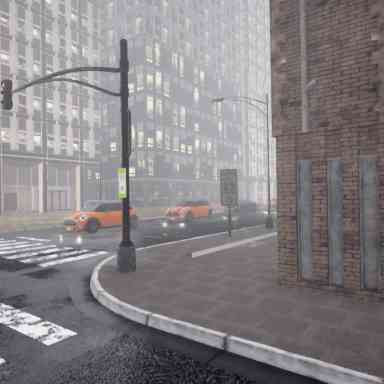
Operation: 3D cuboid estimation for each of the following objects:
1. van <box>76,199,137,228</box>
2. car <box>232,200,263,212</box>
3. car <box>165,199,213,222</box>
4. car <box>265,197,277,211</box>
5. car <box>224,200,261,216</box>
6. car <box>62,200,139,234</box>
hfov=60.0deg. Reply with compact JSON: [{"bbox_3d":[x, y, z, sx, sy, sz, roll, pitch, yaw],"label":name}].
[{"bbox_3d":[-5.946,1.460,23.520,1.690,1.788,3.998,-2,-1,36],"label":"van"},{"bbox_3d":[6.953,1.689,41.383,1.752,1.417,4.829,-2,-1,36],"label":"car"},{"bbox_3d":[-0.181,1.433,27.077,2.097,1.767,4.553,-1,-1,36],"label":"car"},{"bbox_3d":[11.035,1.471,42.556,2.097,1.767,4.553,-1,-1,36],"label":"car"},{"bbox_3d":[5.095,1.590,34.374,2.128,1.511,4.902,-1,-1,36],"label":"car"},{"bbox_3d":[-5.386,1.416,19.921,2.097,1.767,4.553,-1,-1,37],"label":"car"}]
